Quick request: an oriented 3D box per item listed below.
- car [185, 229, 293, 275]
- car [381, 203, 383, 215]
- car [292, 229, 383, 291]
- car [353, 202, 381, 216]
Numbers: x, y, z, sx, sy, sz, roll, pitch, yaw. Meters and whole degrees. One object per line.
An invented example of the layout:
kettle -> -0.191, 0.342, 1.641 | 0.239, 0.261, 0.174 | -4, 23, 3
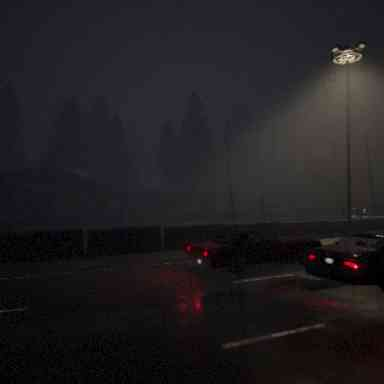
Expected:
car -> 2.251, 1.938, 11.641 | 4.718, 1.301, 1.895 | 0, -2, -24
car -> 26.712, 2.050, 41.986 | 4.553, 1.767, 2.097 | -1, -1, -24
car -> 5.719, 1.770, 9.364 | 5.357, 1.411, 2.033 | 0, -2, -24
car -> 23.754, 2.188, 44.500 | 4.553, 1.767, 2.097 | -1, -2, -24
